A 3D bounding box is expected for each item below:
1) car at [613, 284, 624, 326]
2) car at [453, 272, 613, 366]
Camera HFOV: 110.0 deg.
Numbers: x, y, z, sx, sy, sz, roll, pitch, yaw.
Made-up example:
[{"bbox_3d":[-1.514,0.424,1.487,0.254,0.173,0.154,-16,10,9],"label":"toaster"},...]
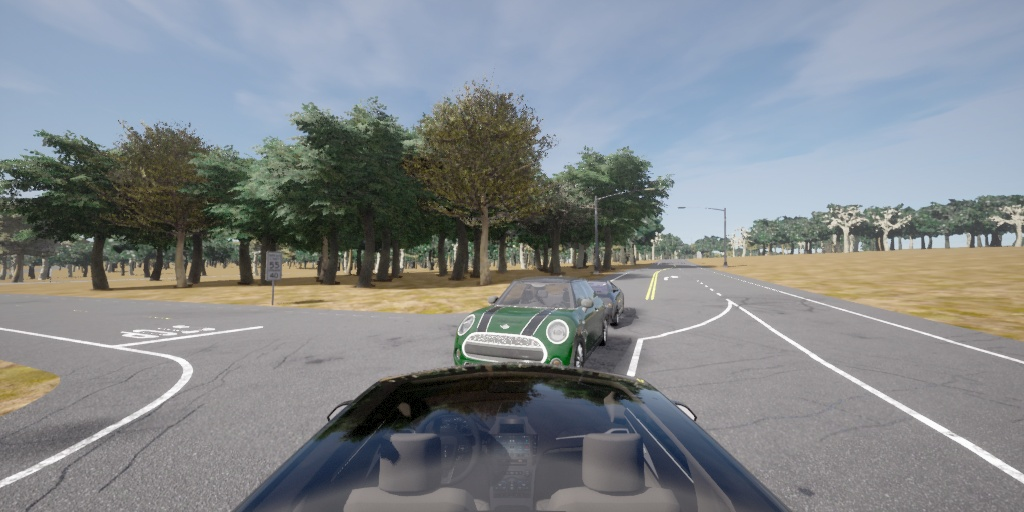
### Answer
[{"bbox_3d":[2.895,1.555,12.918,1.994,1.385,4.181,-2,0,22],"label":"car"},{"bbox_3d":[0.674,1.222,7.484,2.097,1.767,4.553,-1,-2,22],"label":"car"}]
